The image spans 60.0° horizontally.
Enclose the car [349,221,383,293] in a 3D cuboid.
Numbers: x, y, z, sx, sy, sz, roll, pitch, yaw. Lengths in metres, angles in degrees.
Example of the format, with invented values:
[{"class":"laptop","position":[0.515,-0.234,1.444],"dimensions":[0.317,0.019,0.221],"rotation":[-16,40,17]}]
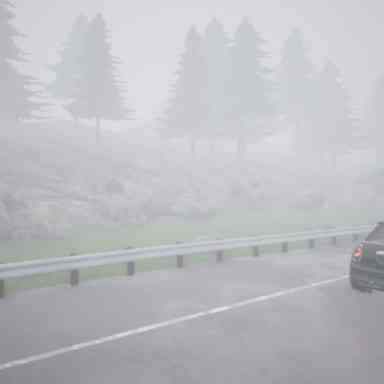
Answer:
[{"class":"car","position":[5.668,1.355,7.590],"dimensions":[4.553,1.767,2.097],"rotation":[0,0,-34]}]
